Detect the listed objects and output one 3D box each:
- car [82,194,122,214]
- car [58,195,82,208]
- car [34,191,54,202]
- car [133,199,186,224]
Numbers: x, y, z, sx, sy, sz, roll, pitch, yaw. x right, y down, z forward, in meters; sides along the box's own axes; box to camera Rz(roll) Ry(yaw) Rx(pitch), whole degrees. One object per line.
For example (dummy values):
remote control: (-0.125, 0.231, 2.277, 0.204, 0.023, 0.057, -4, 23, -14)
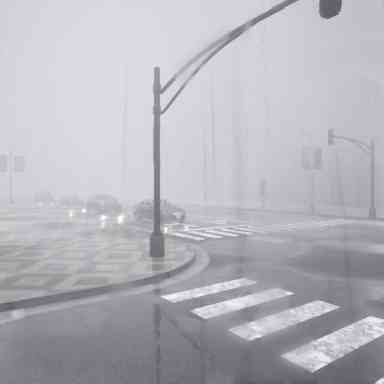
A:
car: (-8.093, 0.963, 30.436, 2.097, 1.767, 4.553, 0, 1, -36)
car: (-13.939, 1.067, 38.568, 1.895, 1.301, 4.718, 0, 1, -36)
car: (-22.682, 0.589, 50.852, 2.097, 1.767, 4.553, 0, 1, -35)
car: (-2.272, 1.243, 22.351, 2.128, 1.511, 4.902, 0, 1, -36)
